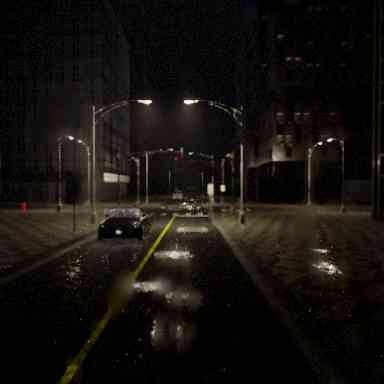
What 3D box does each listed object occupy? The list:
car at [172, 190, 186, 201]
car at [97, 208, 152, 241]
[{"bbox_3d":[-2.985,0.771,70.390,2.150,2.045,5.566,0,0,0],"label":"car"},{"bbox_3d":[-3.080,1.466,15.867,1.994,1.385,4.181,0,0,0],"label":"car"}]
